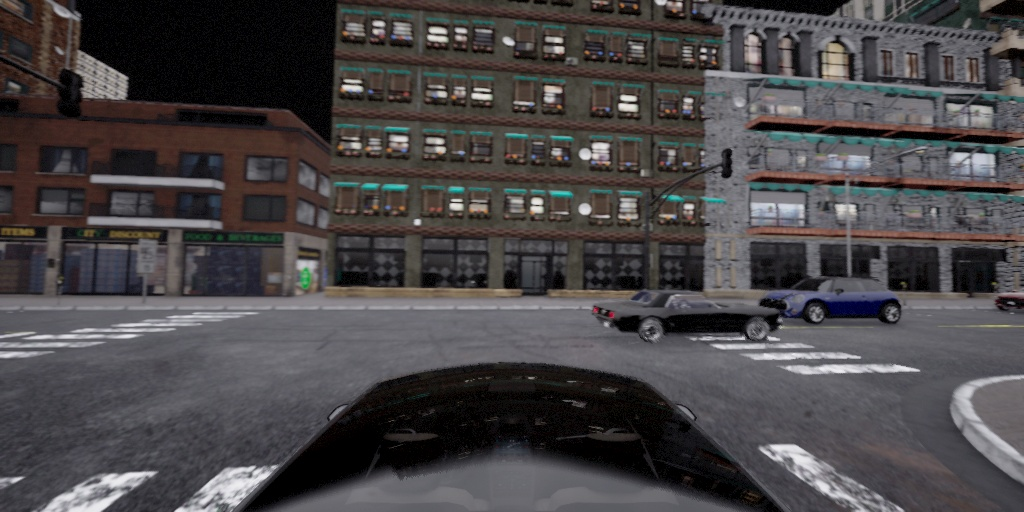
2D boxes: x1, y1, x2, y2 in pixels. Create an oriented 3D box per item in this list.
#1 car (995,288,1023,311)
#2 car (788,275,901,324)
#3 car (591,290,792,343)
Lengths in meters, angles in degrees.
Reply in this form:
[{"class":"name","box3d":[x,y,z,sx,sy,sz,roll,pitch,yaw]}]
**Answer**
[{"class":"car","box3d":[26.835,2.107,17.867,4.507,1.381,1.888,0,0,-5]},{"class":"car","box3d":[12.085,1.601,13.881,4.553,1.767,2.097,1,-3,-5]},{"class":"car","box3d":[4.785,1.614,10.053,4.718,1.301,1.895,1,-3,-6]}]
